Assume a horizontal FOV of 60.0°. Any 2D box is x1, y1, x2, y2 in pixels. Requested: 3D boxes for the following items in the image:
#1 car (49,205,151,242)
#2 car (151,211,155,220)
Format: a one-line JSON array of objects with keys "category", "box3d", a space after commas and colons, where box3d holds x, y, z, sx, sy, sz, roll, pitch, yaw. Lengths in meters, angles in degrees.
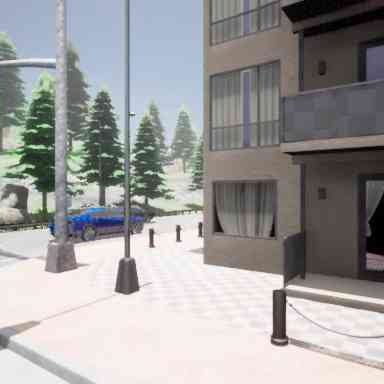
[{"category": "car", "box3d": [-4.591, 1.489, 16.748, 1.882, 1.535, 5.008, 0, 0, 35]}, {"category": "car", "box3d": [-4.734, 1.608, 22.869, 1.895, 1.301, 4.718, 0, 0, 35]}]
